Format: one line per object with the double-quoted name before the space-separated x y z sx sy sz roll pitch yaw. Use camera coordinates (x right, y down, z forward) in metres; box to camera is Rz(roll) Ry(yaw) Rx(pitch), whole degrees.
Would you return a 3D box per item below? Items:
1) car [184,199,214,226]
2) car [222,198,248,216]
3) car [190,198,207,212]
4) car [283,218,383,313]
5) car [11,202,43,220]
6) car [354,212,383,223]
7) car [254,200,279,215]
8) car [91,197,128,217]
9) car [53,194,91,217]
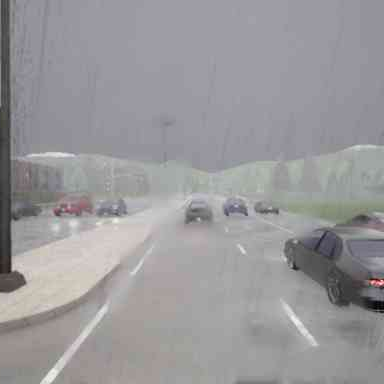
"car" 0.491 1.495 23.588 1.837 1.490 4.892 0 0 1
"car" 4.154 1.345 32.794 2.097 1.767 4.553 0 0 1
"car" 0.796 1.532 40.681 2.033 1.411 5.357 0 0 1
"car" 3.714 1.550 7.920 2.033 1.411 5.357 0 0 1
"car" -14.599 1.512 28.045 2.033 1.411 5.357 0 0 1
"car" 7.326 1.532 13.201 1.812 1.442 4.674 0 0 1
"car" 7.687 1.562 34.602 1.994 1.385 4.181 0 0 1
"car" -7.513 1.326 31.370 2.097 1.767 4.553 0 0 2
"car" -11.011 1.192 31.412 2.150 2.045 5.566 0 0 2
